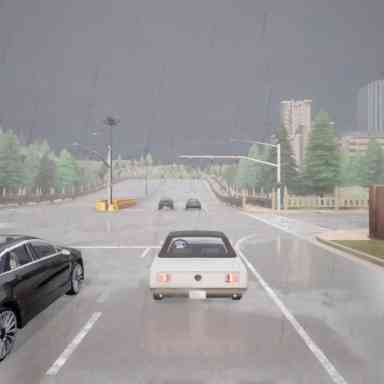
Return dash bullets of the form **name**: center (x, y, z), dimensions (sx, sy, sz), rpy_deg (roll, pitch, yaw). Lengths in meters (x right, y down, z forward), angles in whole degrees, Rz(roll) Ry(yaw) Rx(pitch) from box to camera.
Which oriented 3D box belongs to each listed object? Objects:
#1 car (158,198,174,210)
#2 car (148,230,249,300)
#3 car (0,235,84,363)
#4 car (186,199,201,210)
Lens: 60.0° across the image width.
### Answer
- **car**: center (-3.322, 1.505, 43.714), dimensions (1.837, 1.490, 4.892), rpy_deg (0, 0, 0)
- **car**: center (0.114, 1.601, 8.331), dimensions (1.895, 1.301, 4.718), rpy_deg (0, 0, 0)
- **car**: center (-3.389, 1.492, 5.796), dimensions (2.128, 1.511, 4.902), rpy_deg (0, 0, 0)
- **car**: center (0.180, 1.564, 43.879), dimensions (1.994, 1.385, 4.181), rpy_deg (0, 0, 0)
